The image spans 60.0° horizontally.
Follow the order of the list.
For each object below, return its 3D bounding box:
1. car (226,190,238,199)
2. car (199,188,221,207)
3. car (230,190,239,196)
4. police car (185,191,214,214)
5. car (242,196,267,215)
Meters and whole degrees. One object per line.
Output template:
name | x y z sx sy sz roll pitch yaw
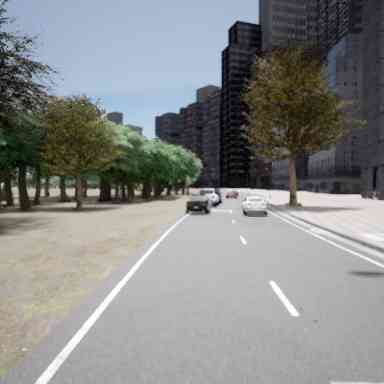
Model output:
car | 7.476 0.584 63.210 1.994 1.385 4.181 0 1 11
car | 1.892 0.623 38.955 2.150 2.045 5.566 0 1 8
car | 10.130 0.184 79.697 2.033 1.411 5.357 0 1 7
police car | 0.611 0.975 29.148 1.930 1.638 5.238 0 1 6
car | 5.201 1.098 27.985 1.812 1.442 4.674 0 1 6
